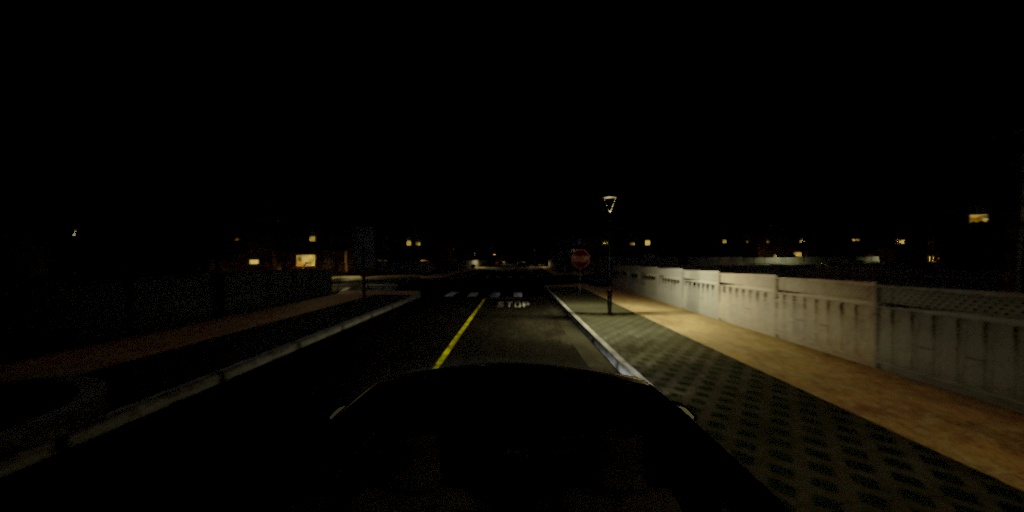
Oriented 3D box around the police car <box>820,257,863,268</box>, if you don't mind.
[{"bbox_3d":[37.494,0.977,40.863,5.238,1.638,1.930,0,2,-17],"label":"police car"}]
